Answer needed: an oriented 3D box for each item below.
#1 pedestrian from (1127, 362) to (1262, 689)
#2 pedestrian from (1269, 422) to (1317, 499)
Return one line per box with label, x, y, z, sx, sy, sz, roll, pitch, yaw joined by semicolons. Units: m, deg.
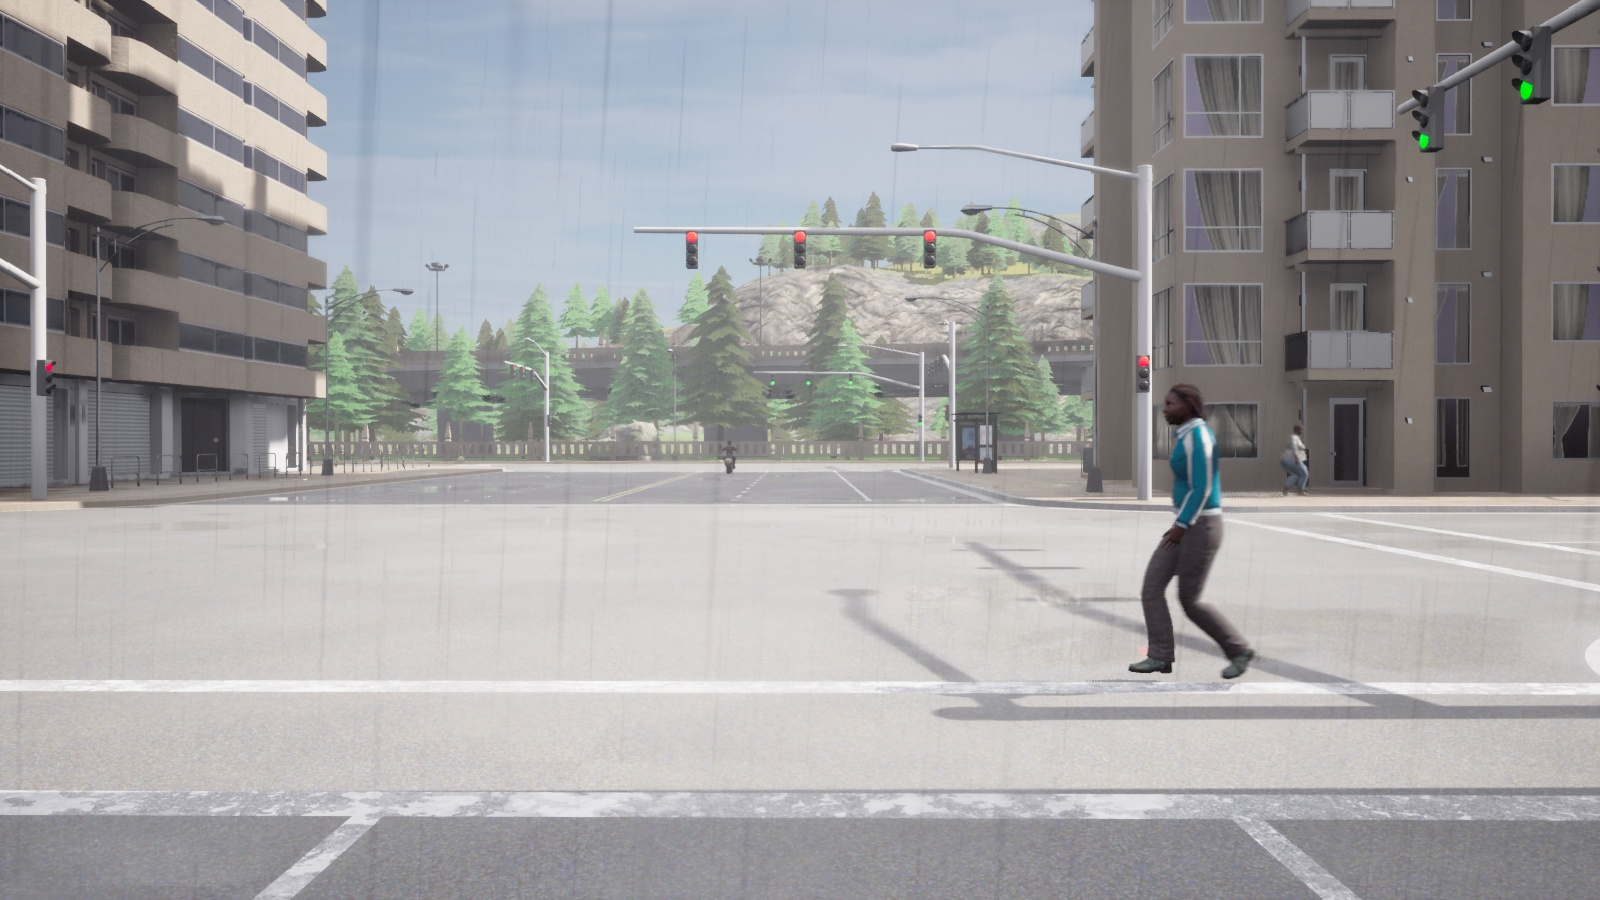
pedestrian;2.384;0.444;7.623;0.692;1.930;0.396;0;0;1
pedestrian;12.027;0.242;30.637;0.900;1.855;0.874;0;0;7
